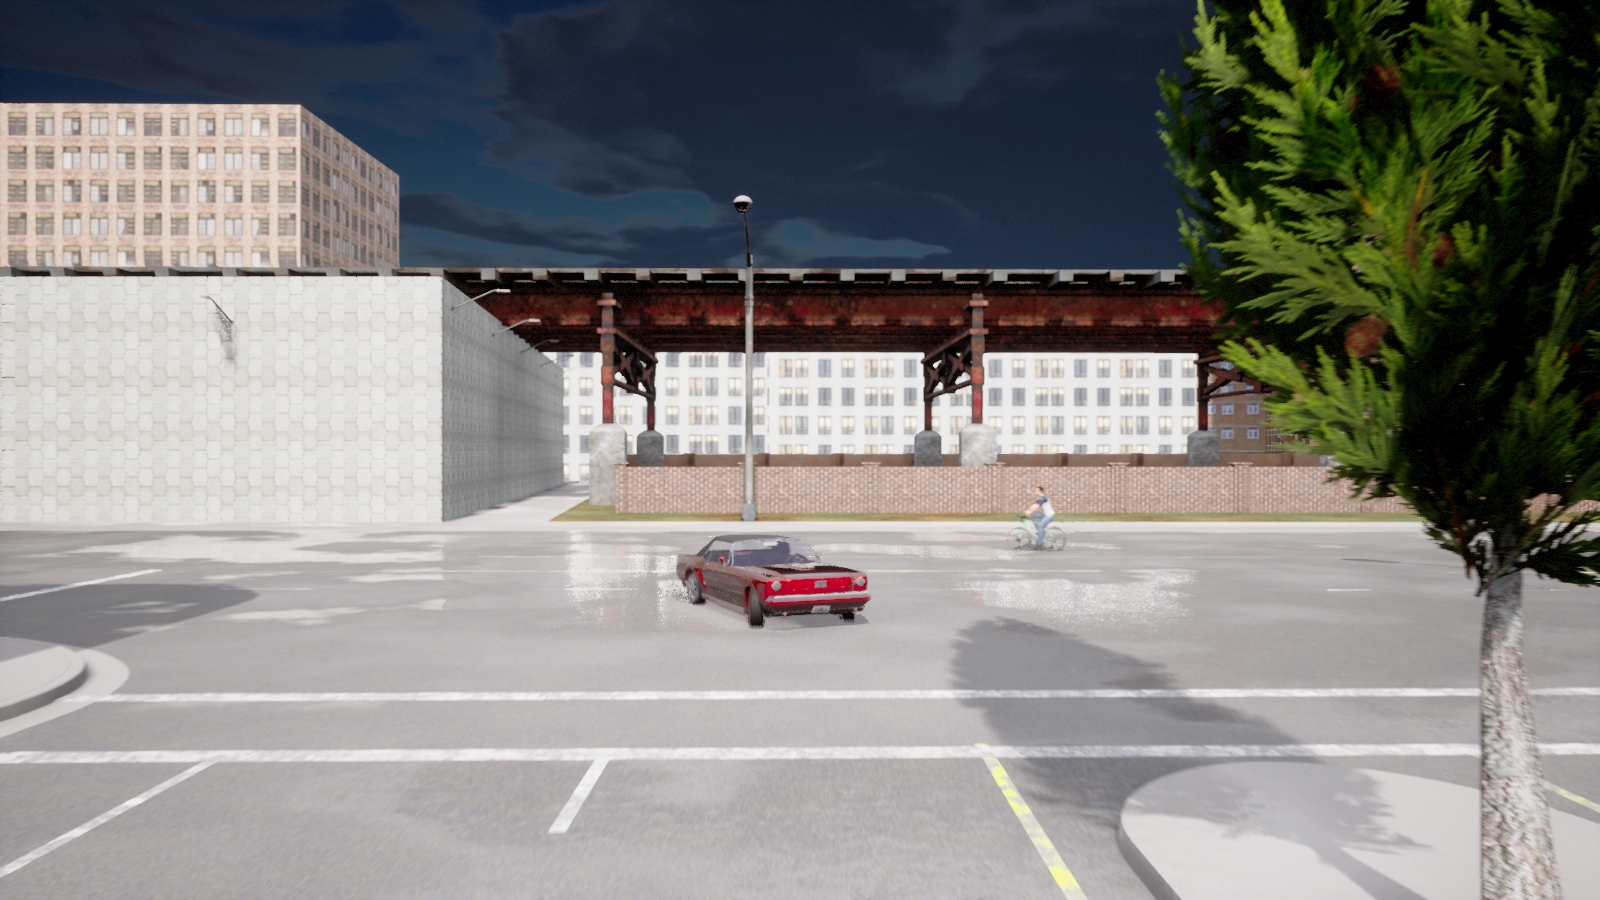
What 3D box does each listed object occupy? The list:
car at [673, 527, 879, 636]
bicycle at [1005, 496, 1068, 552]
[{"bbox_3d":[-0.575,2.155,19.770,1.895,1.301,4.718,0,0,-24],"label":"car"},{"bbox_3d":[6.524,2.043,31.566,1.643,1.521,0.373,0,0,0],"label":"bicycle"}]
